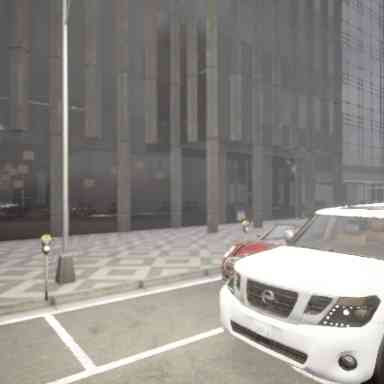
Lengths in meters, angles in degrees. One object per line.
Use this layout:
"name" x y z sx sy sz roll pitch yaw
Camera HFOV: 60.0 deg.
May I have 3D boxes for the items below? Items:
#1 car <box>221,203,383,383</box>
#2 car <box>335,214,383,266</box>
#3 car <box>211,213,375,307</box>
"car" 3.043 1.231 5.498 5.566 2.045 2.150 0 0 -36
"car" 7.239 1.560 11.896 4.507 1.381 1.887 0 0 -36
"car" 2.695 1.463 8.556 4.097 1.590 1.967 0 0 -36
